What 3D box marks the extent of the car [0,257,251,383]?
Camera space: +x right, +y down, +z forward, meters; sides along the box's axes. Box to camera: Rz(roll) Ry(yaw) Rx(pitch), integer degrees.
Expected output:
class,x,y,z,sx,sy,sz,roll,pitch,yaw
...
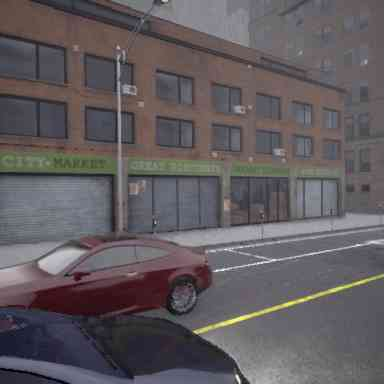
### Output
class,x,y,z,sx,sy,sz,roll,pitch,yaw
car,-1.491,1.564,2.247,4.181,1.385,1.994,0,0,-36

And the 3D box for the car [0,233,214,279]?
class,x,y,z,sx,sy,sz,roll,pitch,yaw
car,-1.714,1.525,6.019,4.674,1.442,1.812,0,0,-35
